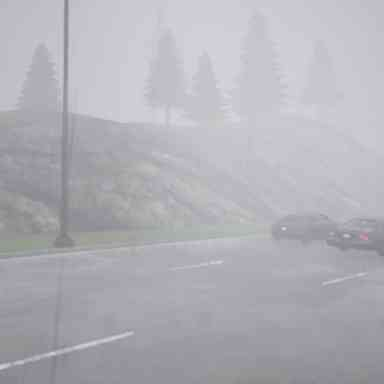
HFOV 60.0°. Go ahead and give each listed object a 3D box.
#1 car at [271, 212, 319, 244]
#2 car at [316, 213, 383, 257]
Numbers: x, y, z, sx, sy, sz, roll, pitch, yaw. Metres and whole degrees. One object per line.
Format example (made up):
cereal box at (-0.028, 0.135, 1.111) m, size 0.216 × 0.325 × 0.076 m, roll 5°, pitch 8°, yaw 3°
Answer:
car at (5.935, 1.703, 16.703) m, size 4.181 × 1.385 × 1.994 m, roll 1°, pitch 0°, yaw -35°
car at (7.712, 1.684, 13.676) m, size 5.357 × 1.411 × 2.033 m, roll 1°, pitch 0°, yaw -35°
